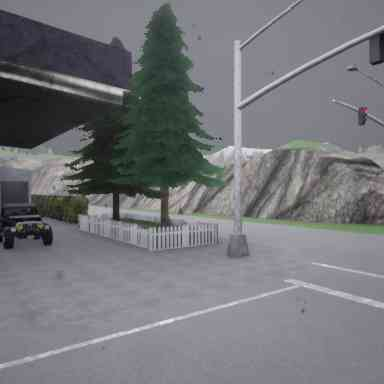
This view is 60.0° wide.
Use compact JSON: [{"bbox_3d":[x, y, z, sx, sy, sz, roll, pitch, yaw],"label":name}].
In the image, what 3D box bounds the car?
[{"bbox_3d":[-8.030,1.504,15.815,1.905,1.878,3.866,0,0,-37],"label":"car"}]
